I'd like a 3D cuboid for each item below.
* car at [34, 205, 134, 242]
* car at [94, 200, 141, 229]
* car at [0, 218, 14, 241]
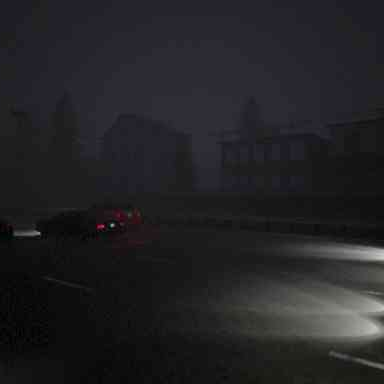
[{"bbox_3d":[-5.672,1.581,16.641,5.357,1.411,2.033,0,0,36],"label":"car"},{"bbox_3d":[-5.386,1.391,20.736,4.553,1.767,2.097,0,0,36],"label":"car"},{"bbox_3d":[-10.205,1.605,15.576,4.181,1.385,1.994,0,0,36],"label":"car"}]
